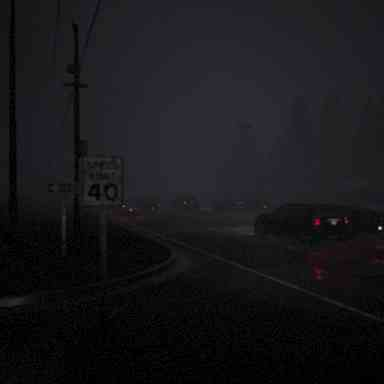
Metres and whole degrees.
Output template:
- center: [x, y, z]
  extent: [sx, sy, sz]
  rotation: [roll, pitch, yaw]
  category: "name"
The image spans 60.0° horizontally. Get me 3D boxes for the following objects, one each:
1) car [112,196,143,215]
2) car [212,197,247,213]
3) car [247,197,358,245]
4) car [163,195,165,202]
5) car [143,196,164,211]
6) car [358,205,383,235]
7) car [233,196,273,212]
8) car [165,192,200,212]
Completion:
- center: [-6.374, 1.352, 31.593]
  extent: [1.812, 1.442, 4.674]
  rotation: [0, 0, -24]
  category: "car"
- center: [3.832, 1.285, 34.500]
  extent: [2.128, 1.511, 4.902]
  rotation: [0, 0, -24]
  category: "car"
- center: [4.813, 1.254, 15.274]
  extent: [2.097, 1.767, 4.553]
  rotation: [0, 0, -24]
  category: "car"
- center: [-6.137, 1.283, 56.643]
  extent: [1.895, 1.301, 4.718]
  rotation: [0, 0, -24]
  category: "car"
- center: [-5.105, 1.392, 37.301]
  extent: [1.895, 1.301, 4.718]
  rotation: [0, 0, -24]
  category: "car"
- center: [7.649, 1.391, 17.500]
  extent: [1.837, 1.490, 4.892]
  rotation: [0, 0, -24]
  category: "car"
- center: [6.644, 1.281, 36.779]
  extent: [1.837, 1.490, 4.892]
  rotation: [0, 0, -24]
  category: "car"
- center: [-0.853, 1.141, 36.379]
  extent: [2.097, 1.767, 4.553]
  rotation: [0, 0, -24]
  category: "car"
